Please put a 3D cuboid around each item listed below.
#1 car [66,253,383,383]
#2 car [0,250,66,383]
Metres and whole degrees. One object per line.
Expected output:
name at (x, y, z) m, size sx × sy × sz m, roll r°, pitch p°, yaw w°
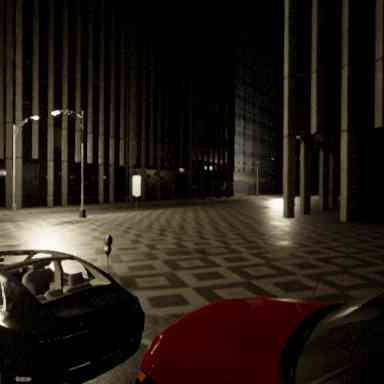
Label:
car at (1.863, 1.317, 1.655) m, size 5.009 × 1.841 × 2.192 m, roll 0°, pitch 0°, yaw 35°
car at (-2.650, 1.532, 4.844) m, size 4.403 × 1.369 × 2.008 m, roll 0°, pitch 0°, yaw 35°
